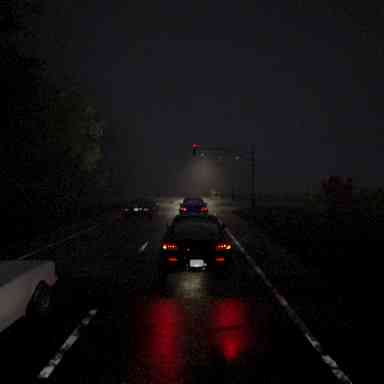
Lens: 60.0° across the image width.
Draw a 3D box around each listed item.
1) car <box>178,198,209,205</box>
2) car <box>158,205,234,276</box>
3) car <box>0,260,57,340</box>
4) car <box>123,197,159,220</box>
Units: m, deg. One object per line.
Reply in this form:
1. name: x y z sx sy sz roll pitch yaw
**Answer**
1. car: 0.102 1.083 21.282 1.812 1.442 4.674 0 1 0
2. car: 0.101 1.326 9.501 1.812 1.442 4.674 0 1 0
3. car: -3.403 1.515 4.012 1.895 1.301 4.718 0 1 0
4. car: -3.396 1.074 22.744 2.033 1.411 5.357 0 1 0
